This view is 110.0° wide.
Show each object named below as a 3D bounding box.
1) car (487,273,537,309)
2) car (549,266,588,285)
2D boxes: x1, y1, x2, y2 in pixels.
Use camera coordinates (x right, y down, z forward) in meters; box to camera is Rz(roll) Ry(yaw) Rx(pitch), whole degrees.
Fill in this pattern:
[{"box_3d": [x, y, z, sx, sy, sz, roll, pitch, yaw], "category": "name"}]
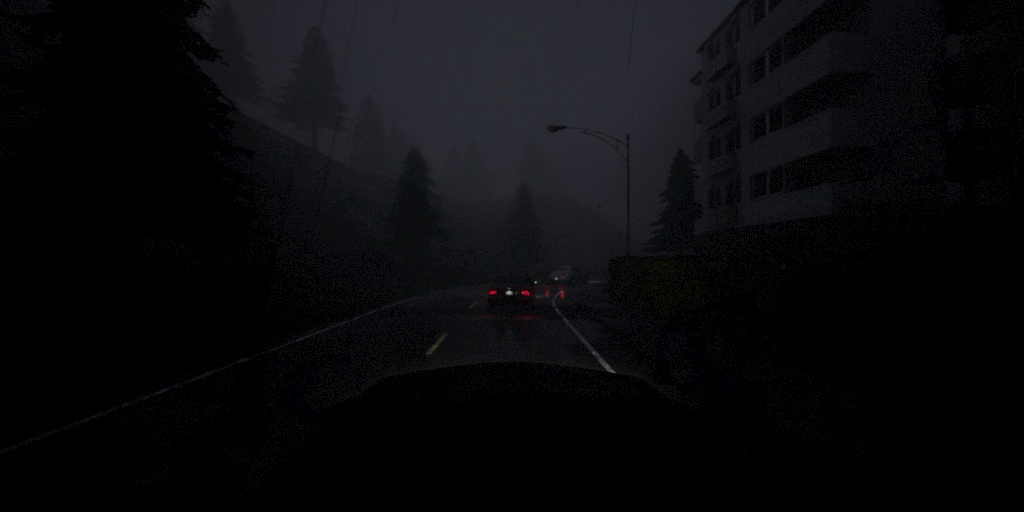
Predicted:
[{"box_3d": [0.085, 1.428, 15.704, 2.033, 1.411, 5.357, 0, -1, 4], "category": "car"}, {"box_3d": [4.658, 1.533, 29.346, 1.812, 1.442, 4.674, 0, 0, 33], "category": "car"}]
